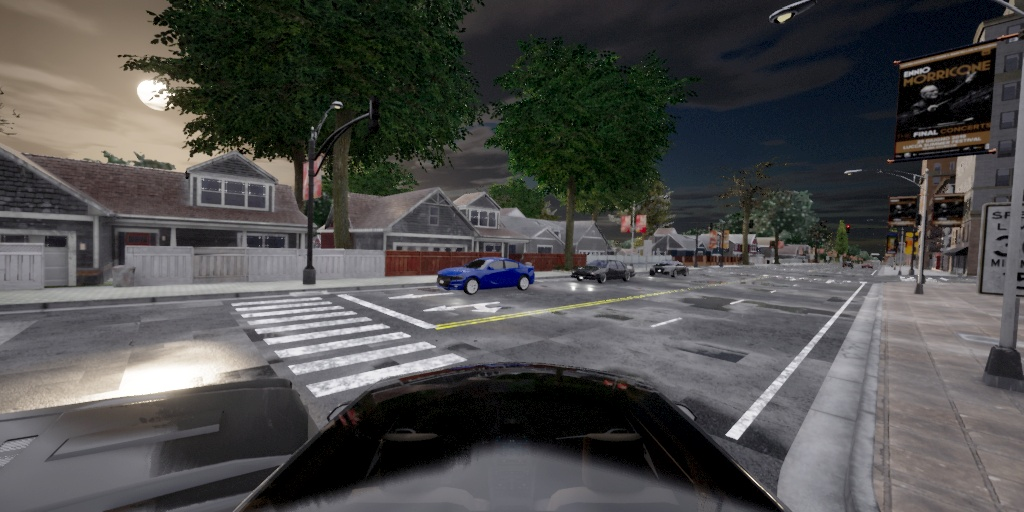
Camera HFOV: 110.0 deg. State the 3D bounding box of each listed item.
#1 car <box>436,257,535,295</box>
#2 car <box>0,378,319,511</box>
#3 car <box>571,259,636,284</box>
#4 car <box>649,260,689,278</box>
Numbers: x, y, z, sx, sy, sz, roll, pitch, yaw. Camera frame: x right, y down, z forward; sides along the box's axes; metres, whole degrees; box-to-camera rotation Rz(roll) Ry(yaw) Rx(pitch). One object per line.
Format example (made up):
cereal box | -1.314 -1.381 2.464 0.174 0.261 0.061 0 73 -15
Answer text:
car | -1.084 0.807 16.492 5.008 1.535 1.882 0 2 -44
car | -3.314 1.285 1.312 4.718 1.301 1.895 1 2 -34
car | 6.098 0.939 23.396 5.357 1.411 2.033 0 2 -44
car | 13.311 1.022 30.301 4.181 1.385 1.994 1 2 -44
